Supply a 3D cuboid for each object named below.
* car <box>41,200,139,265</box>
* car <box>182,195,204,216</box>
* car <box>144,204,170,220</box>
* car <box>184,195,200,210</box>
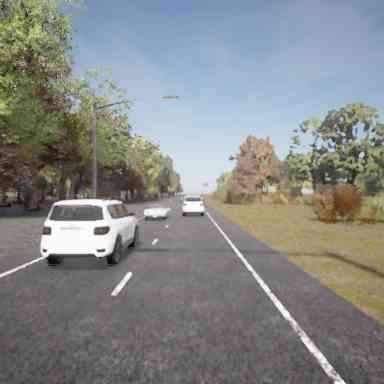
[{"bbox_3d":[-3.385,1.287,12.065,2.150,2.045,5.566,0,0,0],"label":"car"},{"bbox_3d":[0.128,1.417,35.185,2.150,2.045,5.566,0,0,0],"label":"car"},{"bbox_3d":[-3.050,1.767,30.304,1.895,1.301,4.718,0,0,2],"label":"car"},{"bbox_3d":[0.042,1.487,47.803,2.150,2.045,5.566,0,0,0],"label":"car"}]
